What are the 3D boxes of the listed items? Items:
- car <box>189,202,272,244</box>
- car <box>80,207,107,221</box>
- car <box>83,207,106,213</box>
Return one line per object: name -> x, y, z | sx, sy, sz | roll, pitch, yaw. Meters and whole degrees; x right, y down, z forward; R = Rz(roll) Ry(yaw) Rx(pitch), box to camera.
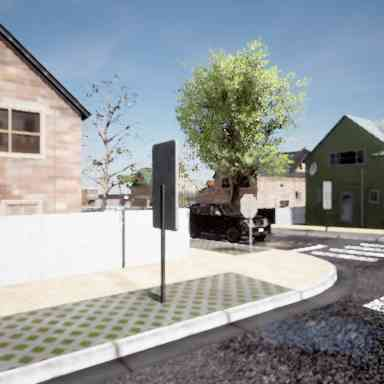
car -> 1.773, 1.596, 18.431 | 2.150, 2.045, 5.566 | 0, -2, -35
car -> -13.460, 2.899, 45.306 | 2.097, 1.767, 4.553 | 0, -2, -35
car -> -9.980, 2.644, 35.266 | 2.128, 1.511, 4.902 | 0, -2, -35
